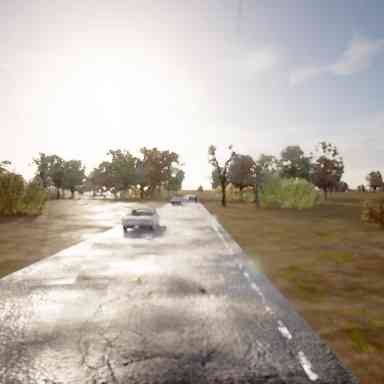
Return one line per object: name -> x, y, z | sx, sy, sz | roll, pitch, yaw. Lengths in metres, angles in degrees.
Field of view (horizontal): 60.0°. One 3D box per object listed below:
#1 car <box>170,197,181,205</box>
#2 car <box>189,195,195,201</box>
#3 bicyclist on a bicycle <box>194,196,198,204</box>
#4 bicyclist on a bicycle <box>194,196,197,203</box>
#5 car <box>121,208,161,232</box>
car -> -3.028, 1.675, 62.170 | 1.882, 1.535, 5.008 | 0, 0, 0
car -> -0.004, 1.701, 94.703 | 2.128, 1.511, 4.902 | 0, 0, 0
bicyclist on a bicycle -> 0.822, 1.582, 67.683 | 0.659, 1.776, 1.843 | 0, 0, 0
bicyclist on a bicycle -> 0.823, 1.685, 76.687 | 0.582, 1.620, 1.656 | 0, 0, 0
car -> -3.101, 1.676, 20.896 | 1.895, 1.301, 4.718 | 0, 0, 0
